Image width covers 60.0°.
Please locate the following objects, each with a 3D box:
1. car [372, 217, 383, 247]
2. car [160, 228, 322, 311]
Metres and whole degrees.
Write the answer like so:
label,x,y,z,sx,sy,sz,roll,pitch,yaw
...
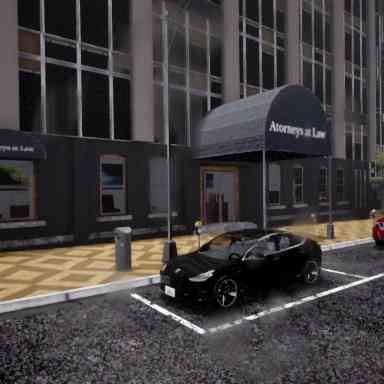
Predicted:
label,x,y,z,sx,sy,sz,roll,pitch,yaw
car,9.590,1.310,13.988,5.009,1.841,2.192,0,-1,-37
car,1.309,1.564,7.792,4.313,1.339,1.947,0,-1,-37
